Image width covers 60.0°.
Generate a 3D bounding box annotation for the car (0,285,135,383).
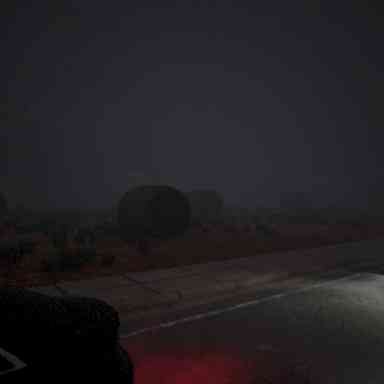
[{"bbox_3d":[-2.765,1.490,2.011,4.892,1.490,1.837,1,0,-36],"label":"car"}]
